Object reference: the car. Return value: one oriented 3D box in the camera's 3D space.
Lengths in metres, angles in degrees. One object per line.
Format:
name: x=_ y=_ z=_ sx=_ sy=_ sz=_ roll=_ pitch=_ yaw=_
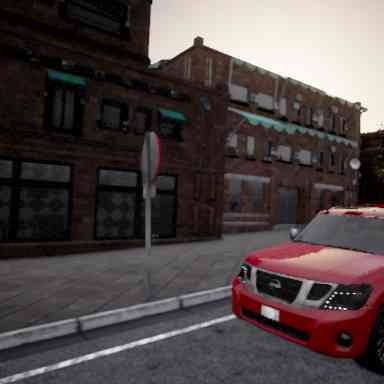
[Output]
car: x=3.288 y=1.272 z=6.039 sx=5.566 sy=2.045 sz=2.150 roll=0 pitch=0 yaw=-36
